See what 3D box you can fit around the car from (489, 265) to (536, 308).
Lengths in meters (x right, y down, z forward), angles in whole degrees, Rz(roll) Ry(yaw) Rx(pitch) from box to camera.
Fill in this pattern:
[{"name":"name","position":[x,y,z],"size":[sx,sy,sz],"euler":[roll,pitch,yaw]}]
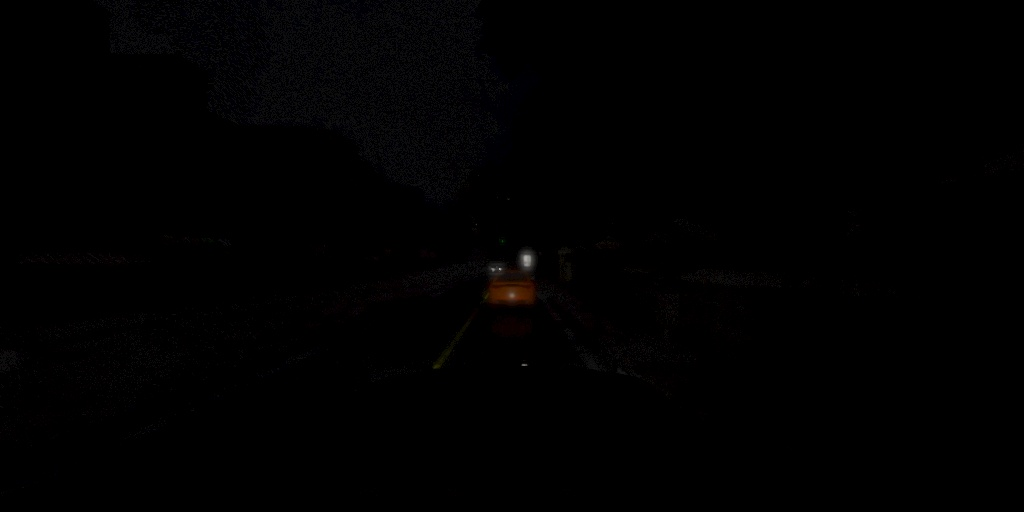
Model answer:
[{"name":"car","position":[0.024,1.369,16.097],"size":[1.882,1.535,5.008],"euler":[0,0,0]}]
